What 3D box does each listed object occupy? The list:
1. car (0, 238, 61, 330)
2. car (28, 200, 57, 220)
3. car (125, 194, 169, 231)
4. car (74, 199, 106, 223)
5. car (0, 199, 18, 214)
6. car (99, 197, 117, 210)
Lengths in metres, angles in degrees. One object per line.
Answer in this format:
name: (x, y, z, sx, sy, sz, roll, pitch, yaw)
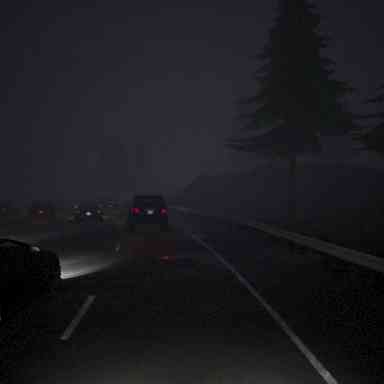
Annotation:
car: (-3.983, 1.545, 6.235, 1.994, 1.385, 4.181, 0, 0, -5)
car: (-12.354, 1.382, 27.604, 1.882, 1.535, 5.008, 0, 0, -20)
car: (-2.801, 1.139, 20.110, 2.150, 2.045, 5.566, 0, 1, -13)
car: (-7.717, 1.470, 24.755, 1.994, 1.385, 4.181, 0, 0, -18)
car: (-18.265, 1.422, 32.669, 1.812, 1.442, 4.674, 0, 0, -25)
car: (-10.538, 1.348, 40.503, 1.837, 1.490, 4.892, 0, 0, -27)
